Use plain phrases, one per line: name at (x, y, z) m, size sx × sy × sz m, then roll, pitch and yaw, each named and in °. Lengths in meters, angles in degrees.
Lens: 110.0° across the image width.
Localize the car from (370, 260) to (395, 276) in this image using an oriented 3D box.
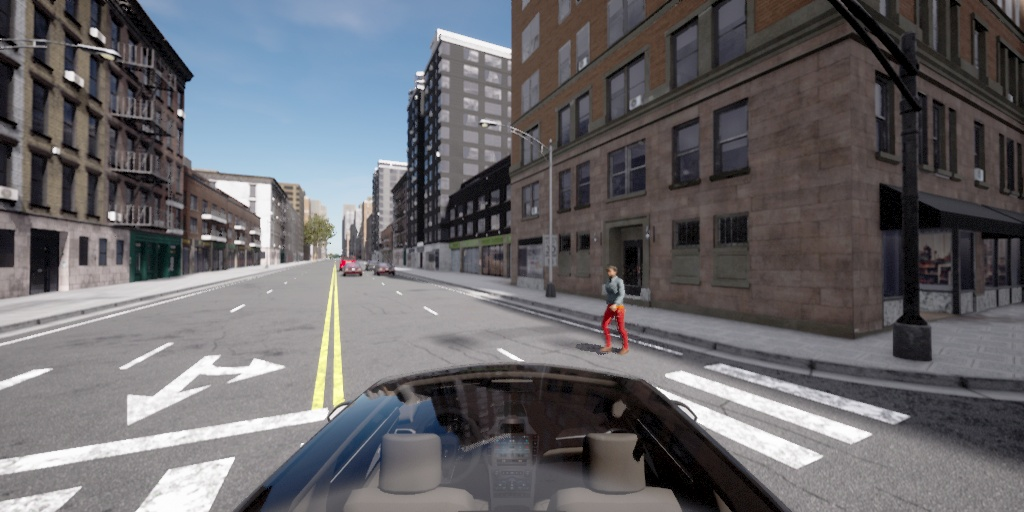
car at (-14.149, 1.408, 39.669) m, size 2.033 × 1.411 × 5.357 m, roll 0°, pitch 0°, yaw -26°

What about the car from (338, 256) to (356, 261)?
car at (-22.711, 1.078, 49.693) m, size 2.150 × 2.045 × 5.566 m, roll 0°, pitch -1°, yaw -26°

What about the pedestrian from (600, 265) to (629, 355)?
pedestrian at (2.041, 1.067, 7.245) m, size 0.375 × 1.860 × 0.375 m, roll 1°, pitch -1°, yaw -26°

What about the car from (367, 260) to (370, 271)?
car at (-20.108, 1.375, 51.774) m, size 2.128 × 1.511 × 4.902 m, roll 0°, pitch 0°, yaw -26°

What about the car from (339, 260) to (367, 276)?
car at (-16.933, 1.383, 38.004) m, size 2.033 × 1.411 × 5.357 m, roll 0°, pitch 0°, yaw -26°
